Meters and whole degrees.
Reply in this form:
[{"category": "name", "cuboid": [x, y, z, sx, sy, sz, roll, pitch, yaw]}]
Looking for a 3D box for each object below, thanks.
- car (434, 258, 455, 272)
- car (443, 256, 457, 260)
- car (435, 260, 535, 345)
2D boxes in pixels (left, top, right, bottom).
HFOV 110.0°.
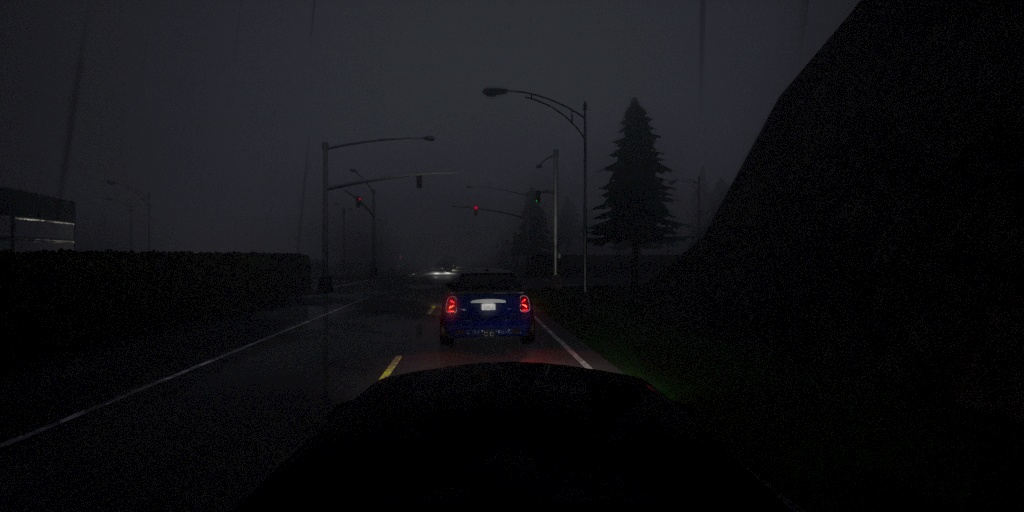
[{"category": "car", "cuboid": [-8.553, 1.314, 44.818, 1.994, 1.385, 4.181, 0, 0, -7]}, {"category": "car", "cuboid": [-9.801, 0.971, 55.459, 2.150, 2.045, 5.566, 0, 0, -7]}, {"category": "car", "cuboid": [-0.730, 1.102, 9.739, 2.097, 1.767, 4.553, 0, 0, -6]}]
